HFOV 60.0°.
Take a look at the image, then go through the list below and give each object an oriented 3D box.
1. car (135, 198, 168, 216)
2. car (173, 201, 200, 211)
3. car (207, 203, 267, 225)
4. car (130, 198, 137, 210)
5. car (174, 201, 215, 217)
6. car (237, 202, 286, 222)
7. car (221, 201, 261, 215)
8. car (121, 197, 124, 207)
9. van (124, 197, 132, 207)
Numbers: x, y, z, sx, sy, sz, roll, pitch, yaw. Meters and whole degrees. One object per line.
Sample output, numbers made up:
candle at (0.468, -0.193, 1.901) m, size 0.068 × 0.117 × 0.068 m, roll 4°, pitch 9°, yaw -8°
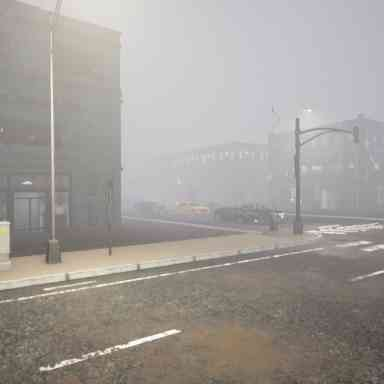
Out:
car at (-4.433, 1.846, 37.956) m, size 1.967 × 1.590 × 4.097 m, roll -1°, pitch 0°, yaw -35°
car at (-0.805, 1.965, 47.324) m, size 1.802 × 1.307 × 4.206 m, roll -2°, pitch 0°, yaw -35°
car at (3.510, 1.814, 26.575) m, size 1.947 × 1.339 × 4.313 m, roll -1°, pitch 0°, yaw -35°
car at (-6.105, 1.930, 44.821) m, size 1.882 × 1.535 × 5.008 m, roll -1°, pitch 0°, yaw -35°
car at (-0.111, 1.814, 36.372) m, size 1.882 × 1.535 × 5.008 m, roll -1°, pitch 0°, yaw -36°
car at (5.686, 1.713, 28.208) m, size 2.128 × 1.511 × 4.902 m, roll -1°, pitch 0°, yaw -35°
car at (5.606, 1.809, 38.301) m, size 2.008 × 1.369 × 4.403 m, roll -2°, pitch 0°, yaw -35°
car at (-13.639, 1.939, 65.370) m, size 2.192 × 1.841 × 5.009 m, roll -1°, pitch 0°, yaw -35°
van at (-10.431, 1.906, 60.859) m, size 1.690 × 1.788 × 3.998 m, roll -1°, pitch 0°, yaw -35°
